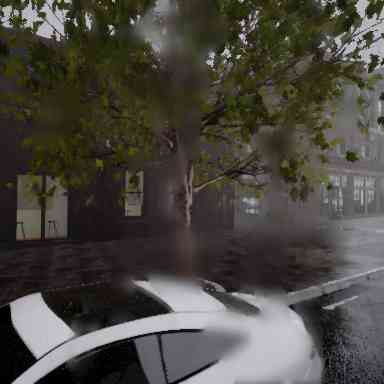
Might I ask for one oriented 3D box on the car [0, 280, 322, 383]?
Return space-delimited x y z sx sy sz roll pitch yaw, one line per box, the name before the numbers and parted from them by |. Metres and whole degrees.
car | -0.935 1.526 2.431 4.674 1.442 1.812 0 0 -35
